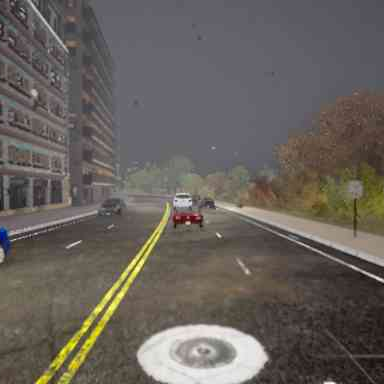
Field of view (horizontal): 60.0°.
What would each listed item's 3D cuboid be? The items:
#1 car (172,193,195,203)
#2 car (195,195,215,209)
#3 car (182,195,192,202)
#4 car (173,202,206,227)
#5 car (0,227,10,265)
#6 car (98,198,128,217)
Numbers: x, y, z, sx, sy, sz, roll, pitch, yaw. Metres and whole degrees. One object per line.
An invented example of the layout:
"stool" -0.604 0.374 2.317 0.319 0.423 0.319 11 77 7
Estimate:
"car" -1.192 1.181 40.845 2.150 2.045 5.566 0 0 -3
"car" 1.882 1.457 43.685 1.837 1.490 4.892 0 0 -4
"car" -1.253 1.376 77.457 1.882 1.535 5.008 0 0 -7
"car" -0.314 1.581 22.333 1.895 1.301 4.718 0 0 -2
"car" -6.691 1.475 8.532 1.882 1.535 5.008 0 0 -1
"car" -7.357 1.328 31.159 2.097 1.767 4.553 0 0 -2
